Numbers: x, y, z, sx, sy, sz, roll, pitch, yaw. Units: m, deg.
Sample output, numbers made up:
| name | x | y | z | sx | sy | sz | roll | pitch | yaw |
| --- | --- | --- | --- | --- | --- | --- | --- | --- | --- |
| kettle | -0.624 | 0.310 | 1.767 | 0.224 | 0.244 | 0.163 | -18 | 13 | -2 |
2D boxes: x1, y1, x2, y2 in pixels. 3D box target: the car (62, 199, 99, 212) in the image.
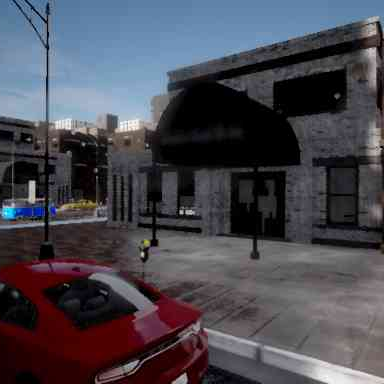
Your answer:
| name | x | y | z | sx | sy | sz | roll | pitch | yaw |
| --- | --- | --- | --- | --- | --- | --- | --- | --- | --- |
| car | -13.612 | 1.567 | 40.585 | 1.752 | 1.417 | 4.829 | 0 | 0 | 35 |

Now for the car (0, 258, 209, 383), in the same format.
| name | x | y | z | sx | sy | sz | roll | pitch | yaw |
| --- | --- | --- | --- | --- | --- | --- | --- | --- | --- |
| car | -1.923 | 1.544 | 4.240 | 4.507 | 1.381 | 1.887 | 0 | 0 | 36 |

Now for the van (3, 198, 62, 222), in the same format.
| name | x | y | z | sx | sy | sz | roll | pitch | yaw |
| --- | --- | --- | --- | --- | --- | --- | --- | --- | --- |
| van | -13.011 | 1.412 | 26.856 | 1.690 | 1.788 | 3.998 | 0 | 0 | 35 |
